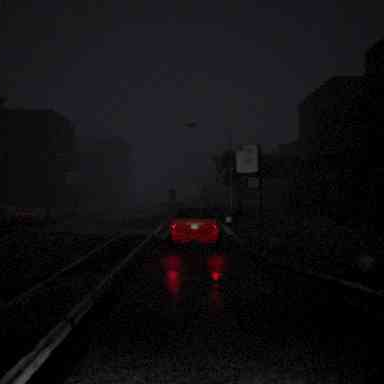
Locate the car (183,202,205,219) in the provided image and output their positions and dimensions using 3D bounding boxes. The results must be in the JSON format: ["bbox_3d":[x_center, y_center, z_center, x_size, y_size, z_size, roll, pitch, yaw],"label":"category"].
[{"bbox_3d":[0.195,1.754,32.779,2.033,1.411,5.357,0,-1,0],"label":"car"}]

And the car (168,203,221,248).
[{"bbox_3d":[0.121,1.377,14.993,2.097,1.767,4.553,0,0,1],"label":"car"}]

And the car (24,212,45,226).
[{"bbox_3d":[-13.125,1.583,23.136,5.366,1.575,1.946,0,0,-1],"label":"car"}]

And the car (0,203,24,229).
[{"bbox_3d":[-13.288,1.603,20.376,4.674,1.452,2.002,0,0,-1],"label":"car"}]
